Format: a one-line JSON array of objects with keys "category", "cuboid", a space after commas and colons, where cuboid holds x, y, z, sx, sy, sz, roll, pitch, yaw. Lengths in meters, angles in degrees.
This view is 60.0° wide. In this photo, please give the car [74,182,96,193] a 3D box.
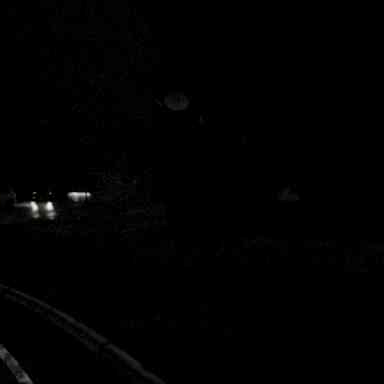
[{"category": "car", "cuboid": [-14.697, -0.709, 45.681, 1.994, 1.385, 4.181, 0, 5, 0]}]

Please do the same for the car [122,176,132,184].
[{"category": "car", "cuboid": [-12.743, -2.398, 65.211, 1.882, 1.535, 5.008, 0, 5, -10]}]

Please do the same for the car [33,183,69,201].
[{"category": "car", "cuboid": [-15.171, -0.067, 35.847, 2.097, 1.767, 4.553, 0, 5, 4]}]

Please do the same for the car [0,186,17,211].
[{"category": "car", "cuboid": [-16.303, 0.662, 26.118, 2.150, 2.045, 5.566, 0, 5, 8]}]
